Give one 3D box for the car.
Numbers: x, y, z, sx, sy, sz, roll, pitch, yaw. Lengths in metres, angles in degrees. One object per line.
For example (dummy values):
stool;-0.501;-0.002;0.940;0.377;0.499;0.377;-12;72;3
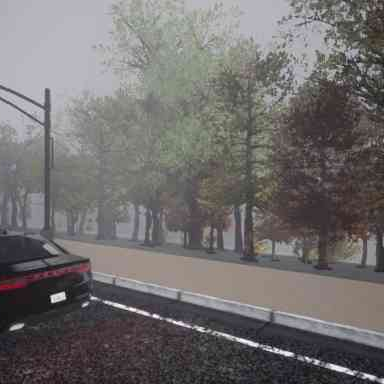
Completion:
car;-4.086;1.477;6.570;5.008;1.535;1.882;0;0;35
